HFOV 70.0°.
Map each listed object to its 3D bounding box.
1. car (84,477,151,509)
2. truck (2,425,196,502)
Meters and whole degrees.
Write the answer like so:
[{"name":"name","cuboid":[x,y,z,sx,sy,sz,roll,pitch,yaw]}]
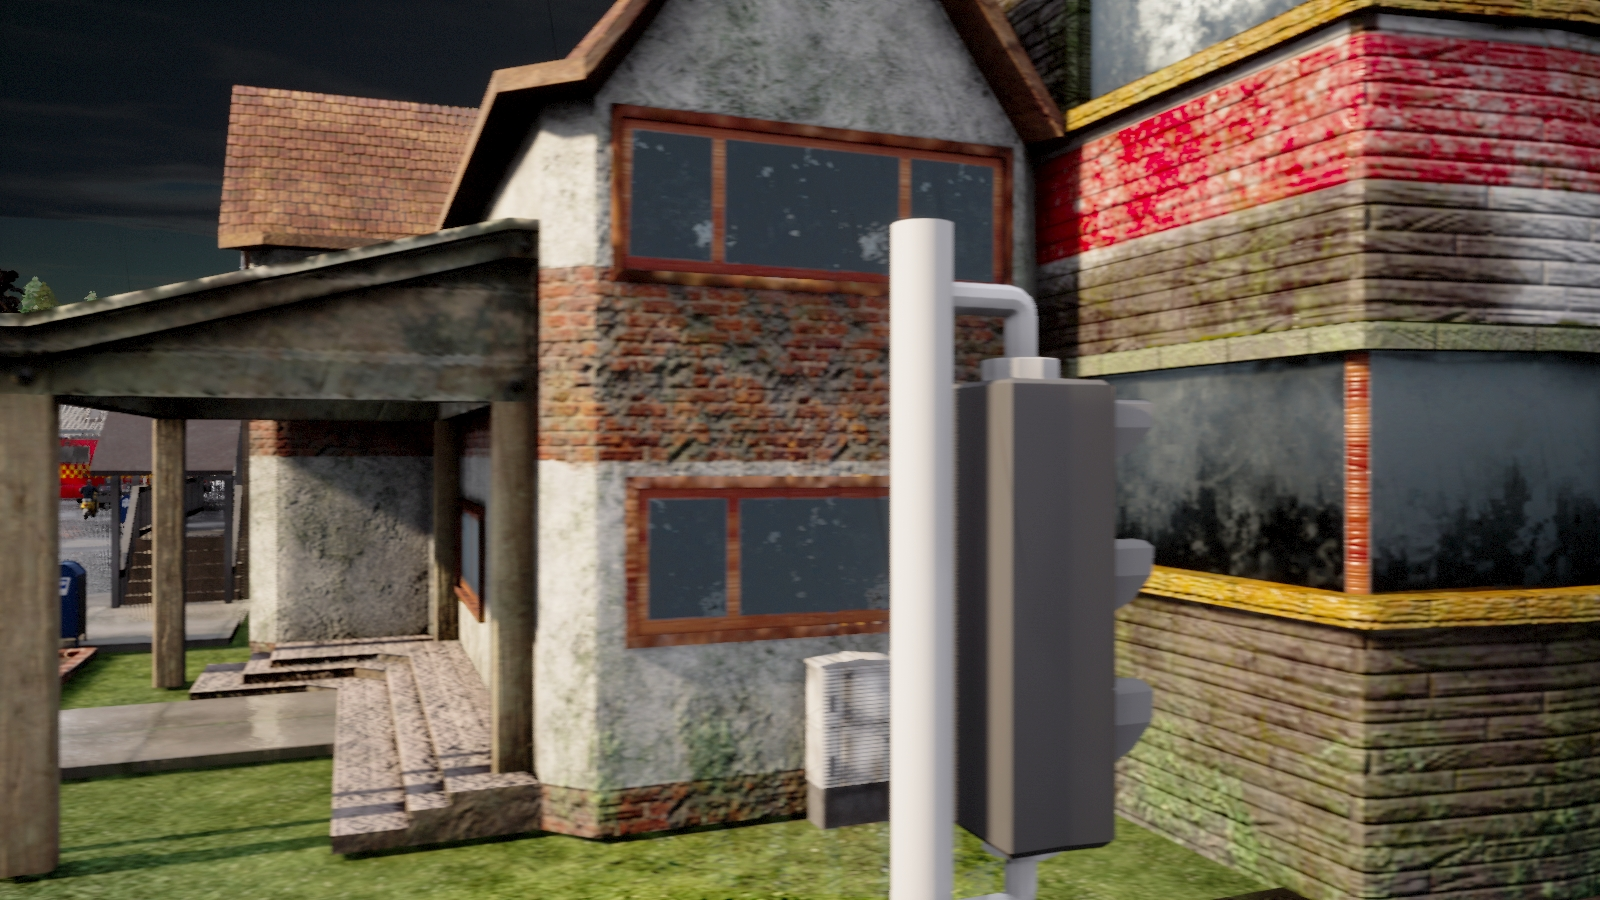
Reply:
[{"name":"car","cuboid":[-31.179,1.935,52.335,1.895,1.301,4.718,0,0,-22]},{"name":"truck","cuboid":[-35.825,0.671,58.499,8.468,3.827,2.891,0,0,6]}]
